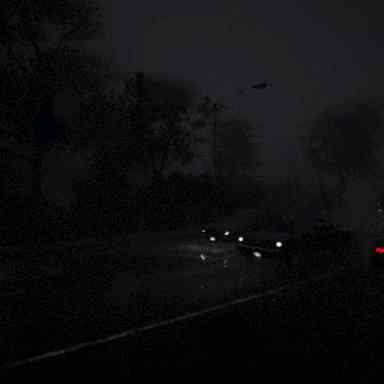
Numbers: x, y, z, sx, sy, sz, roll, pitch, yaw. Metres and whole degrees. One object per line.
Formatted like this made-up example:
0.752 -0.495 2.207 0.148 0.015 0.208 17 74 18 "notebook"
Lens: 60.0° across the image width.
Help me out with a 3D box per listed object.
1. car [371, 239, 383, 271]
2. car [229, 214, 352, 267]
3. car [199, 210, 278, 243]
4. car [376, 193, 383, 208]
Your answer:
7.030 1.540 9.623 5.357 1.411 2.033 0 0 -42 "car"
3.669 1.602 11.637 4.718 1.301 1.895 0 0 -41 "car"
2.830 1.551 15.527 5.357 1.411 2.033 0 0 -42 "car"
26.945 1.168 46.309 2.150 2.045 5.566 0 0 28 "car"
